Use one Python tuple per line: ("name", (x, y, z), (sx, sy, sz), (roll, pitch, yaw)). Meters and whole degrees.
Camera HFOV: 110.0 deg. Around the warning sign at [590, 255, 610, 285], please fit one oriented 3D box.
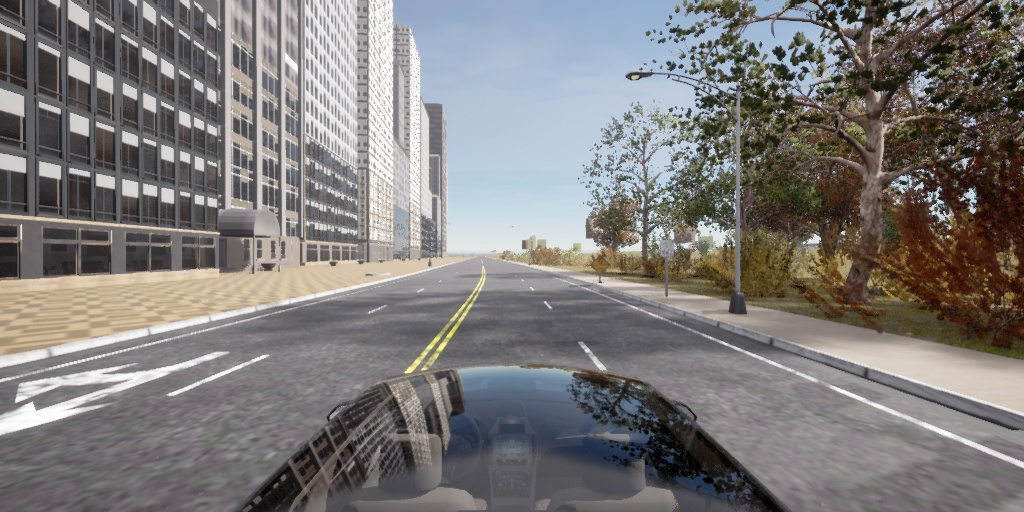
("warning sign", (5.642, 0.853, 22.983), (1.300, 1.860, 1.060), (0, 0, -2))
